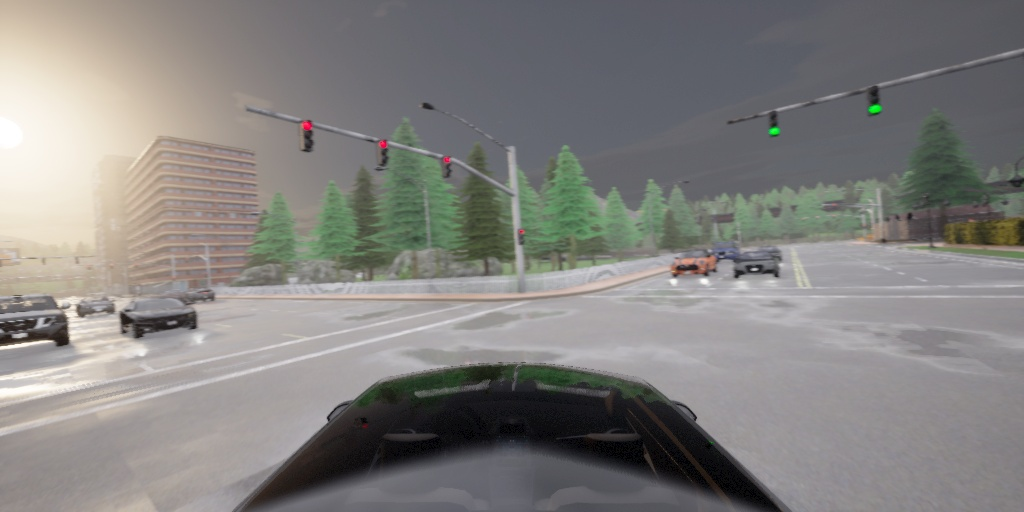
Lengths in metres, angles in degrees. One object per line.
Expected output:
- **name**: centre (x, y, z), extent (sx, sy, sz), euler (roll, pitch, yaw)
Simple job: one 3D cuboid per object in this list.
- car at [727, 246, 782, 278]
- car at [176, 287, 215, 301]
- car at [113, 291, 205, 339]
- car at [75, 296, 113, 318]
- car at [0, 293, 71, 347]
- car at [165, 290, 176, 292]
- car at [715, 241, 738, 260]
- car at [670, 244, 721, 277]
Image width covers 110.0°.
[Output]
- **car**: centre (13.551, 0.414, 19.866), extent (1.994, 1.385, 4.181), euler (-5, -1, 38)
- **car**: centre (-32.008, 3.982, 36.612), extent (4.902, 1.511, 2.128), euler (-5, -1, 37)
- **car**: centre (-15.335, 2.516, 15.504), extent (5.008, 1.535, 1.882), euler (-5, -1, 36)
- **car**: centre (-33.775, 4.059, 29.090), extent (4.902, 1.511, 2.128), euler (-5, -1, 37)
- **car**: centre (-18.810, 2.512, 13.705), extent (5.566, 2.045, 2.150), euler (-5, -1, 36)
- **car**: centre (-40.510, 4.758, 42.805), extent (4.181, 1.385, 1.994), euler (-5, -1, 36)
- **car**: centre (20.833, -0.367, 35.057), extent (2.150, 2.045, 5.566), euler (-5, -1, 37)
- **car**: centre (11.937, 0.355, 23.511), extent (2.097, 1.767, 4.553), euler (-5, -1, 38)
